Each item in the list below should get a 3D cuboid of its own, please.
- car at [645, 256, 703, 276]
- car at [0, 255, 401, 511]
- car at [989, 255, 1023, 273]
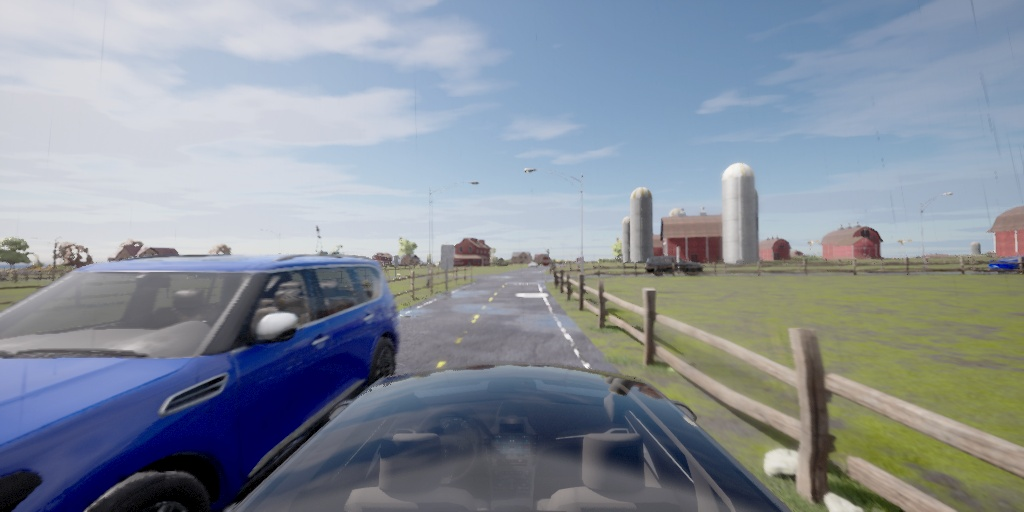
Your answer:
[{"bbox_3d":[16.913,1.052,37.683,5.566,2.045,2.150,-1,-2,15],"label":"car"},{"bbox_3d":[-2.822,0.992,3.458,2.150,2.045,5.566,0,-1,0],"label":"car"},{"bbox_3d":[44.216,0.687,30.350,5.008,1.535,1.882,-1,-2,15],"label":"car"}]
